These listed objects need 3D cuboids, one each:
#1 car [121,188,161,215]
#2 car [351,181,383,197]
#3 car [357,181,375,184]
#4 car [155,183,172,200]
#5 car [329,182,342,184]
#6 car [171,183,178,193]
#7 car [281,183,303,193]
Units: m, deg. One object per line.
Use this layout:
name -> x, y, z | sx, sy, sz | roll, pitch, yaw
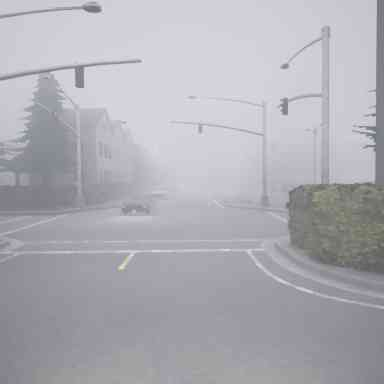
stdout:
car -> -3.679, 0.720, 23.738 | 2.033, 1.411, 5.357 | -1, 3, 0
car -> 22.259, -0.469, 42.135 | 1.932, 1.855, 4.605 | -1, 2, 0
car -> 19.015, -0.182, 34.254 | 1.905, 1.878, 3.866 | -1, 2, 0
car -> -3.720, 0.098, 38.999 | 1.882, 1.535, 5.008 | -1, 2, 0
car -> 25.304, -1.048, 59.525 | 2.152, 1.636, 5.027 | -1, 2, 0
car -> -3.701, -0.820, 61.781 | 2.097, 1.767, 4.553 | -1, 2, 0
car -> 15.266, -0.542, 52.112 | 2.007, 1.523, 4.514 | -1, 2, 0
